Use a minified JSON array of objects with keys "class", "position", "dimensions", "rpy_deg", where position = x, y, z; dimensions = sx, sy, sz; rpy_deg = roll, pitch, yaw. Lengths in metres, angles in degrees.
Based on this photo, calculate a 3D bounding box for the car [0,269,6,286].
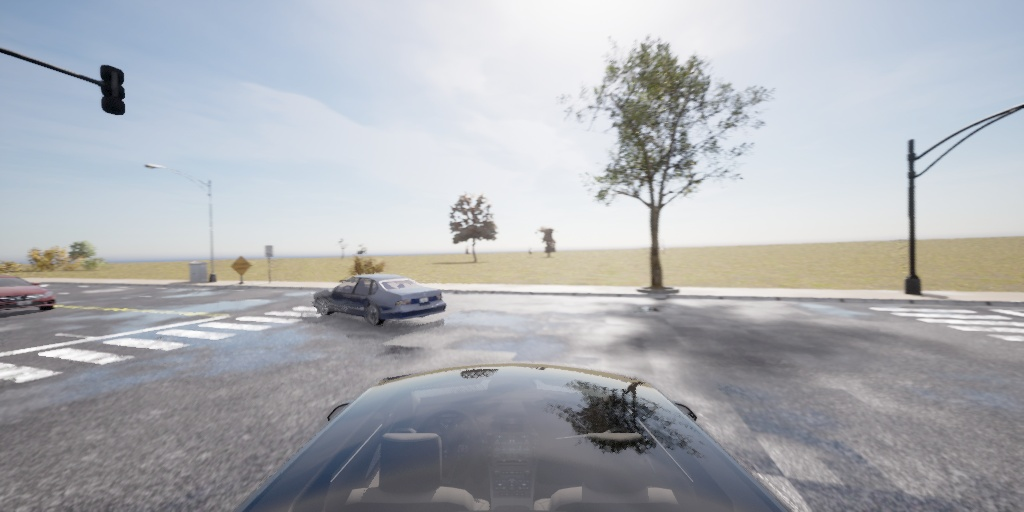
[{"class":"car","position":[-42.136,1.698,27.842],"dimensions":[4.718,1.301,1.895],"rpy_deg":[-1,1,18]}]

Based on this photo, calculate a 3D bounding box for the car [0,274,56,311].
[{"class":"car","position":[-20.112,1.485,13.874],"dimensions":[4.674,1.442,1.812],"rpy_deg":[-1,1,18]}]

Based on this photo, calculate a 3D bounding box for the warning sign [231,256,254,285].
[{"class":"warning sign","position":[-17.261,0.903,22.893],"dimensions":[1.060,1.860,1.300],"rpy_deg":[0,0,18]}]

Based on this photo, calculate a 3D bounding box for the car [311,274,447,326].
[{"class":"car","position":[-4.529,1.309,11.796],"dimensions":[5.357,1.411,2.033],"rpy_deg":[0,1,37]}]
